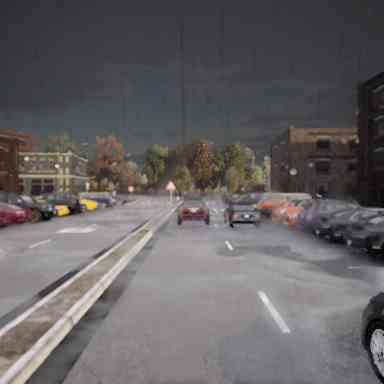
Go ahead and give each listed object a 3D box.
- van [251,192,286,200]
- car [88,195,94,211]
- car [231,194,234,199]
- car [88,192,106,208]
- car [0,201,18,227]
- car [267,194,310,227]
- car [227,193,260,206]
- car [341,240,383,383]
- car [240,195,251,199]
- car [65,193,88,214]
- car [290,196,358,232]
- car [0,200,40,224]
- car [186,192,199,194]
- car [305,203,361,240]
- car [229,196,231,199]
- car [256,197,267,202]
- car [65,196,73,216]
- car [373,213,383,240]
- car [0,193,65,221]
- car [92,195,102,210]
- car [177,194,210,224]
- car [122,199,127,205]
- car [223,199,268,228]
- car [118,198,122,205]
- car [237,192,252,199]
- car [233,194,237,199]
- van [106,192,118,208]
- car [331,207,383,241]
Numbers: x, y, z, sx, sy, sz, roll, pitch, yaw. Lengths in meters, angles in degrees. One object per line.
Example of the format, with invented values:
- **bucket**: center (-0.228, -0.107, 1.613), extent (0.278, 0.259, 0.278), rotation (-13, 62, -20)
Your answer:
- **van**: center (7.521, 1.105, 27.589), extent (4.442, 1.987, 1.878), rotation (0, 0, 0)
- **car**: center (-12.536, 1.320, 32.158), extent (4.892, 1.521, 2.231), rotation (0, 0, 0)
- **car**: center (7.605, 1.153, 41.380), extent (4.553, 1.767, 2.185), rotation (0, 0, 0)
- **car**: center (-12.557, 1.177, 37.716), extent (4.553, 1.767, 2.185), rotation (0, 0, 0)
- **car**: center (-12.537, 1.404, 18.263), extent (4.674, 1.452, 2.002), rotation (0, 0, 0)
- **car**: center (7.669, 1.226, 22.075), extent (4.553, 1.767, 2.185), rotation (0, 0, 0)
- **car**: center (7.605, 1.099, 49.656), extent (4.553, 1.767, 2.185), rotation (0, 0, 0)
- **car**: center (3.100, 1.487, 2.355), extent (1.837, 1.490, 4.892), rotation (0, 0, 0)
- **car**: center (7.452, 1.318, 30.348), extent (5.366, 1.575, 1.946), rotation (0, 0, 0)
- **car**: center (-12.561, 1.075, 29.380), extent (5.566, 2.045, 2.435), rotation (0, 0, 0)
- **car**: center (7.607, 1.251, 16.560), extent (4.553, 1.767, 2.185), rotation (0, 0, 0)
- **car**: center (-12.535, 1.394, 20.978), extent (4.674, 1.452, 2.002), rotation (0, 0, 0)
- **car**: center (0.098, 1.021, 41.621), extent (2.150, 2.045, 5.566), rotation (0, 1, 0)
- **car**: center (7.633, 1.393, 13.804), extent (4.892, 1.521, 2.231), rotation (0, 0, 0)
- **car**: center (7.634, 1.302, 44.139), extent (4.674, 1.452, 2.002), rotation (0, 0, 0)
- **car**: center (7.643, 1.341, 24.833), extent (5.008, 1.535, 2.097), rotation (0, 0, 0)
- **car**: center (-12.719, 1.332, 26.600), extent (5.366, 1.575, 1.946), rotation (0, 0, 0)
- **car**: center (7.633, 1.424, 8.290), extent (4.892, 1.521, 2.231), rotation (0, 0, 0)
- **car**: center (-12.507, 1.093, 23.695), extent (5.566, 2.045, 2.435), rotation (0, 0, 0)
- **car**: center (-12.522, 1.311, 34.813), extent (5.008, 1.535, 2.097), rotation (0, 0, 0)
- **car**: center (0.098, 1.219, 23.222), extent (2.097, 1.767, 4.553), rotation (0, 0, 0)
- **car**: center (-12.487, 1.245, 51.497), extent (4.792, 1.488, 2.163), rotation (0, 1, 0)
- **car**: center (3.104, 1.423, 21.273), extent (2.033, 1.411, 5.357), rotation (0, 0, 0)
- **car**: center (-12.551, 1.136, 46.060), extent (4.553, 1.767, 2.185), rotation (0, 0, 0)
- **car**: center (7.665, 1.060, 33.104), extent (5.566, 2.045, 2.435), rotation (0, 0, 0)
- **car**: center (7.643, 1.293, 38.619), extent (4.892, 1.521, 2.231), rotation (0, 0, 0)
- **van**: center (-12.405, 1.056, 43.152), extent (4.442, 1.987, 1.878), rotation (0, 0, 0)
- **car**: center (7.633, 1.407, 11.047), extent (4.892, 1.521, 2.231), rotation (0, 0, 0)
